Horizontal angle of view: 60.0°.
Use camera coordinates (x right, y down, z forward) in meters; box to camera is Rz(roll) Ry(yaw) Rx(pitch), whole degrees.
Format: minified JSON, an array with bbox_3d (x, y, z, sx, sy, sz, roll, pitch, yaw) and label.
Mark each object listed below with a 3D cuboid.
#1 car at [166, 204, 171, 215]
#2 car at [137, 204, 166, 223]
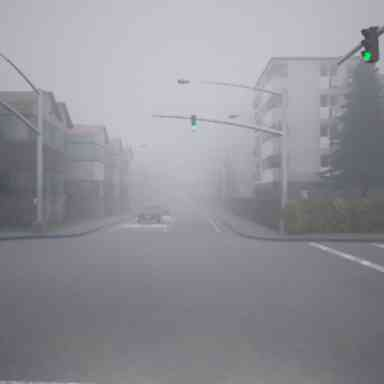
[{"bbox_3d":[-3.629,2.138,41.044,1.895,1.301,4.718,0,-1,0],"label":"car"},{"bbox_3d":[-3.629,1.891,29.517,1.837,1.490,4.892,0,-1,0],"label":"car"}]
